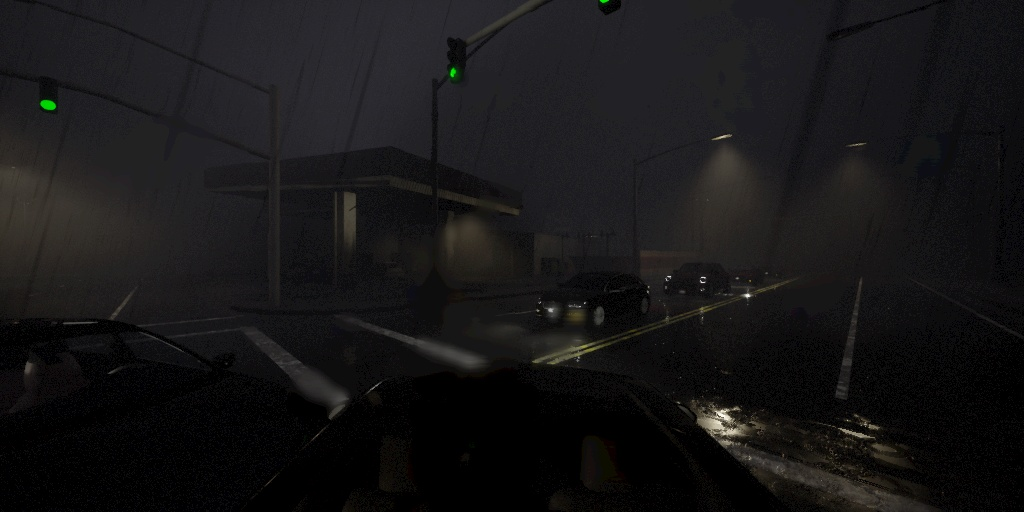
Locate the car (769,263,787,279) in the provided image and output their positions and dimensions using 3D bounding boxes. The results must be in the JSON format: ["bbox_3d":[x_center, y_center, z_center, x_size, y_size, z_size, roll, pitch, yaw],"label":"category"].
[{"bbox_3d":[23.484,1.314,32.494,1.994,1.385,4.181,0,0,45],"label":"car"}]

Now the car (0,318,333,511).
[{"bbox_3d":[-3.443,1.242,2.419,4.902,1.511,2.128,0,0,14],"label":"car"}]

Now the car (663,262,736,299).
[{"bbox_3d":[9.552,1.102,18.402,2.097,1.767,4.553,0,0,45],"label":"car"}]

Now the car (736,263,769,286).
[{"bbox_3d":[16.416,1.314,25.376,1.994,1.385,4.181,0,0,44],"label":"car"}]

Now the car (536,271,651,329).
[{"bbox_3d":[2.776,1.255,11.495,1.837,1.490,4.892,0,0,44],"label":"car"}]
